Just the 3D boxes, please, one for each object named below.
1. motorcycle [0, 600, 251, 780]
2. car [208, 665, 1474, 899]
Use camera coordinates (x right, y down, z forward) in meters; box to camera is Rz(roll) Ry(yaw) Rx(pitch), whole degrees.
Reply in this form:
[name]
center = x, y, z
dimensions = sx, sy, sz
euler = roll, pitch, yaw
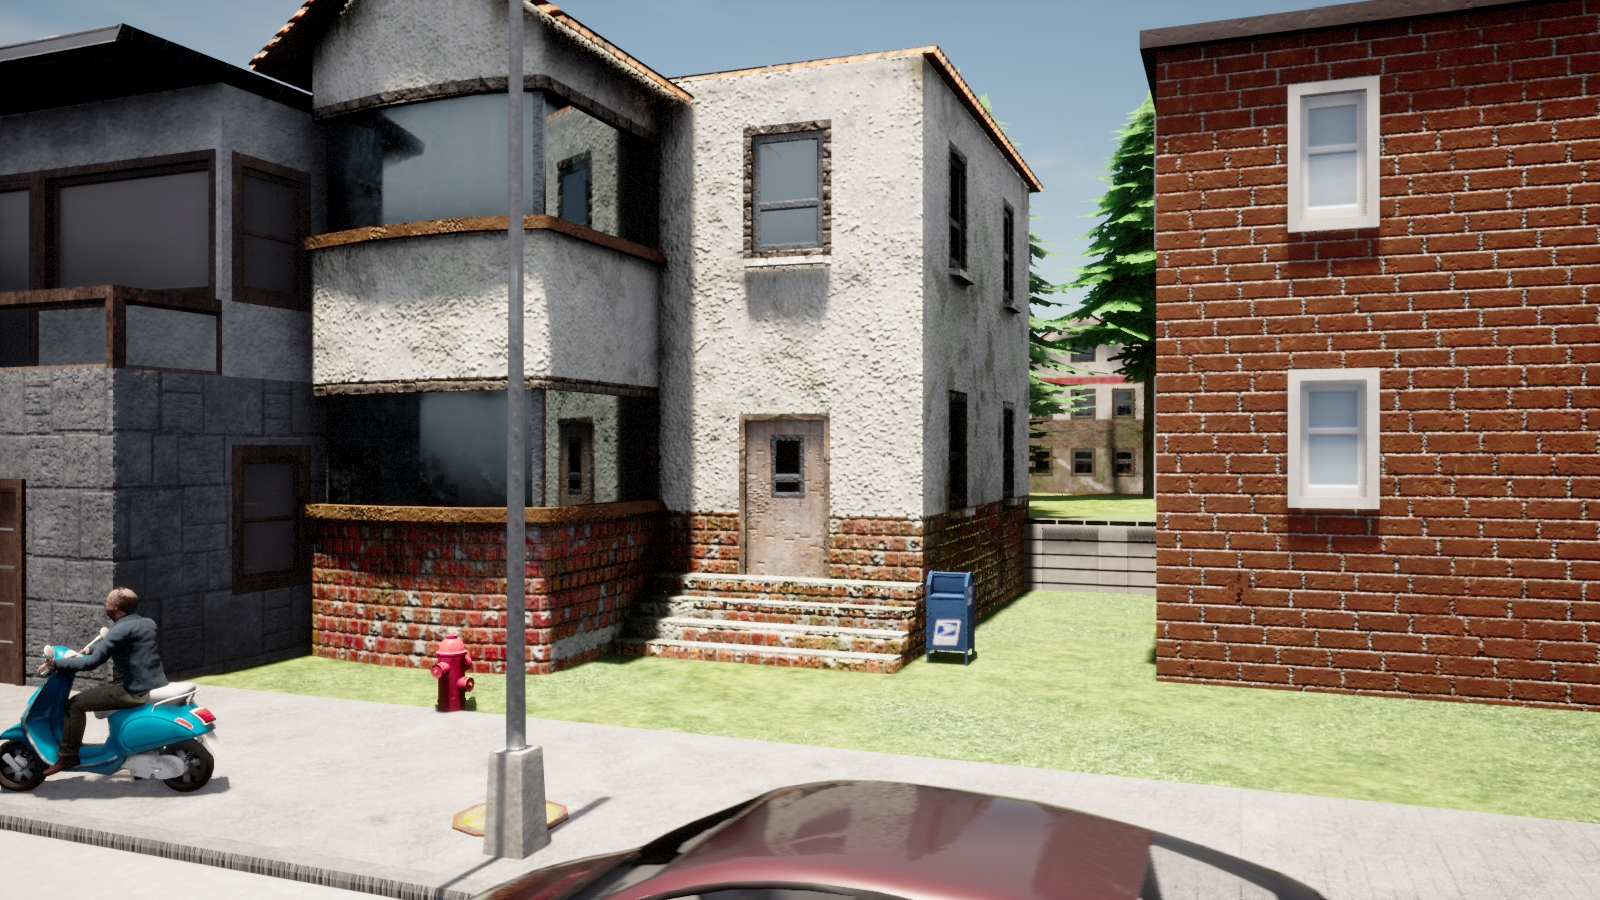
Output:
[motorcycle]
center = -5.442, 1.858, 9.019
dimensions = 1.805, 1.236, 0.856
euler = 0, 0, 1
[car]
center = 0.081, 1.806, 3.970
dimensions = 3.705, 1.549, 1.789
euler = 0, 0, 21
